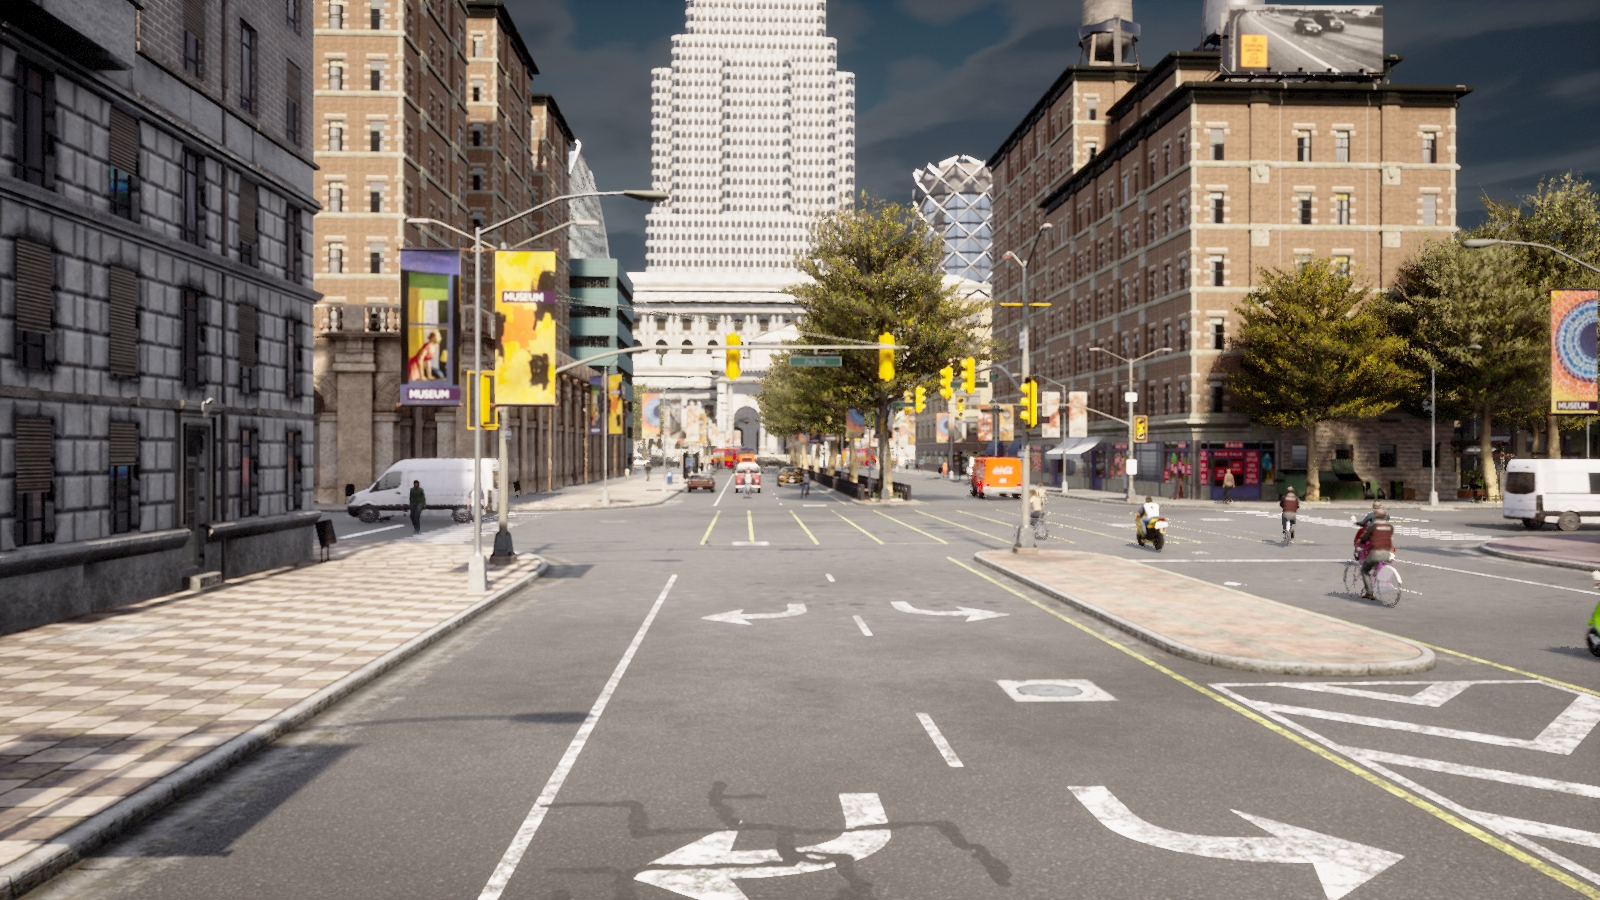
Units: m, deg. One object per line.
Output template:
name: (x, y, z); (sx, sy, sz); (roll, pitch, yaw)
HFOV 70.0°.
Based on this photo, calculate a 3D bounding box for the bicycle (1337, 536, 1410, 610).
bicycle: (10.629, 2.254, 21.244); (0.329, 1.171, 1.835); (0, 0, -4)

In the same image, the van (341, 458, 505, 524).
van: (-15.084, 1.623, 45.960); (5.915, 2.561, 1.988); (0, 0, -3)

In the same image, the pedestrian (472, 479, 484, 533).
pedestrian: (-11.104, 1.926, 39.406); (0.375, 1.860, 0.375); (0, 0, -15)

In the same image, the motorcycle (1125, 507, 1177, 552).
motorcycle: (10.087, 2.279, 32.920); (0.803, 1.145, 2.033); (0, 0, -3)

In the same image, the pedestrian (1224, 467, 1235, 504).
pedestrian: (21.764, 1.809, 57.887); (0.375, 1.860, 0.375); (0, 0, -16)

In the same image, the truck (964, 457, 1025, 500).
truck: (11.845, 1.703, 69.852); (2.627, 2.467, 5.204); (0, 0, -3)

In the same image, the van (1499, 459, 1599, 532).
van: (28.779, 1.616, 41.319); (5.915, 2.561, 1.988); (0, 0, -4)

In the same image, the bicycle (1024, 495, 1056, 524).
bicycle: (9.500, 2.345, 45.263); (0.859, 1.080, 1.487); (0, 0, -3)

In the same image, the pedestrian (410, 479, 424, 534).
pedestrian: (-13.042, 1.924, 38.926); (0.375, 1.860, 0.375); (0, 0, -3)

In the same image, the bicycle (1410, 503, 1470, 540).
bicycle: (21.039, 2.331, 37.567); (0.859, 1.080, 1.487); (-2, 1, -31)
